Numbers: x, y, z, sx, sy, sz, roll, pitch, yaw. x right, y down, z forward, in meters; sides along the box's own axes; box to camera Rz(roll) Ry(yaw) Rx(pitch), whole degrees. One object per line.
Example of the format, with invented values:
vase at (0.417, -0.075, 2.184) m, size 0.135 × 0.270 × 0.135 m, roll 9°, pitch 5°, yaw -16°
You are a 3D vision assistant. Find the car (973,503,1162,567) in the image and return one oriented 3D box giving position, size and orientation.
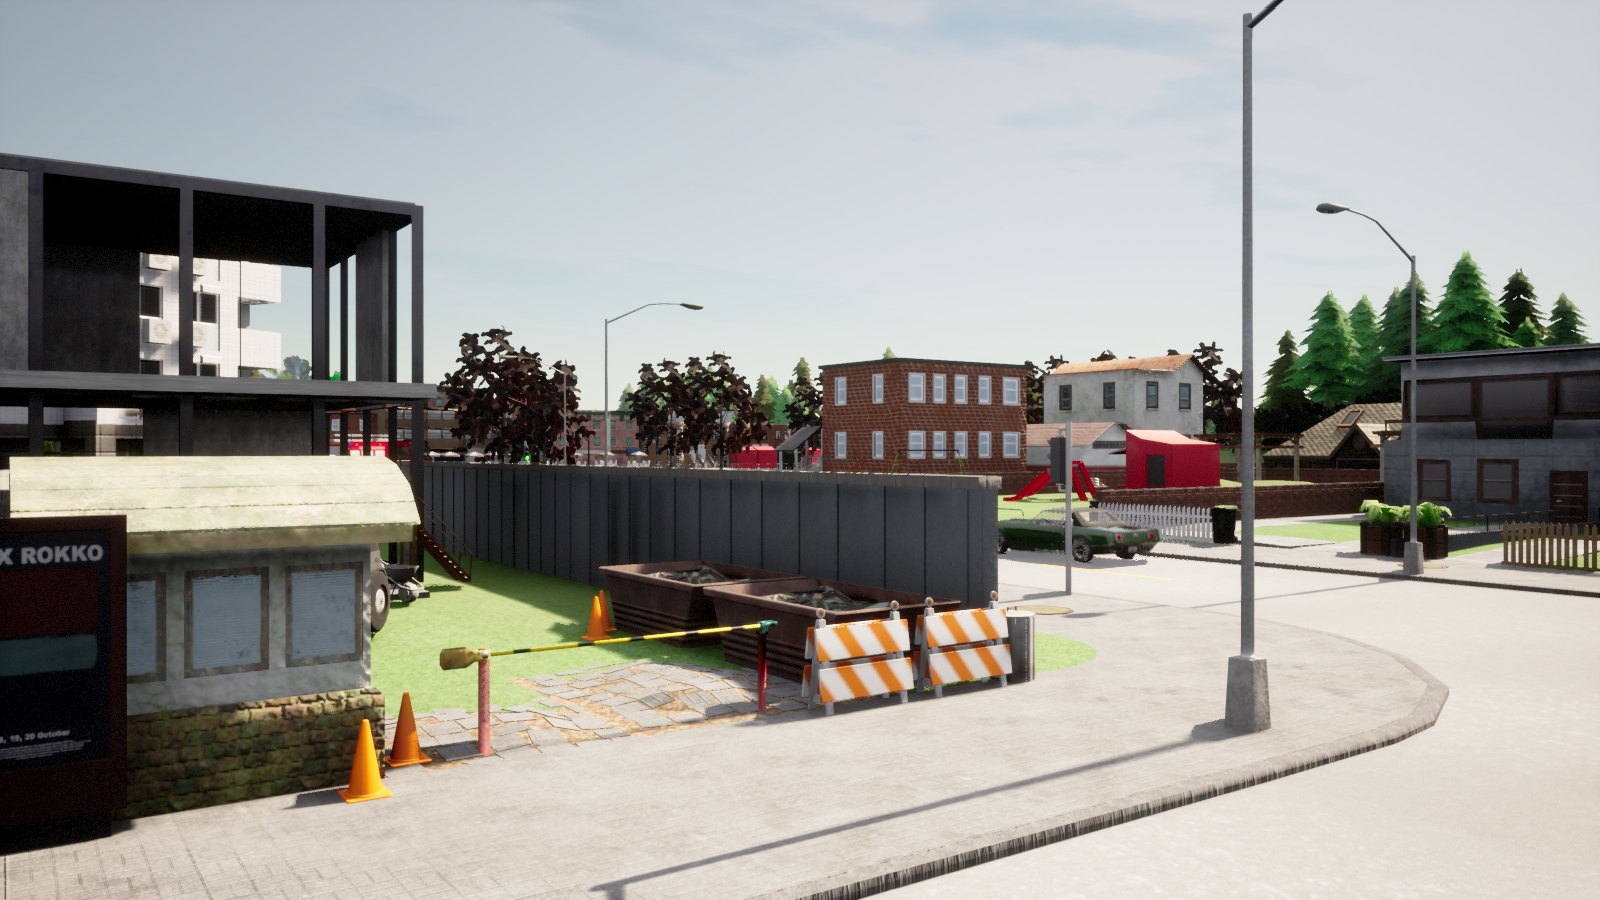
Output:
car at (6.845, 2.146, 29.691) m, size 1.895 × 1.301 × 4.718 m, roll 0°, pitch 0°, yaw -35°
